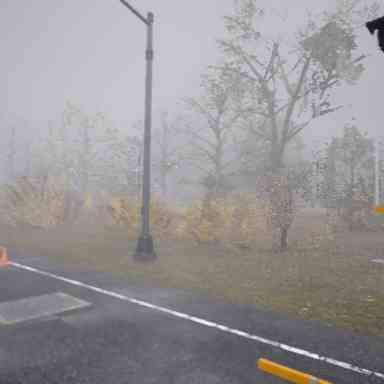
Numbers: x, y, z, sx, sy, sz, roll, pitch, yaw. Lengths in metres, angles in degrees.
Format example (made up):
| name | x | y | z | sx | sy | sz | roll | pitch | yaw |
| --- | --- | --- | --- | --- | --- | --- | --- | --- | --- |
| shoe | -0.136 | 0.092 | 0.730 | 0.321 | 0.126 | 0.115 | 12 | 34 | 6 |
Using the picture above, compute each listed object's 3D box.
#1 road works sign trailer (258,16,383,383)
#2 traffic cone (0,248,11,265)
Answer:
| name | x | y | z | sx | sy | sz | roll | pitch | yaw |
| --- | --- | --- | --- | --- | --- | --- | --- | --- | --- |
| road works sign trailer | 1.859 | 0.633 | 2.901 | 2.880 | 3.560 | 2.380 | -1 | -3 | 42 |
| traffic cone | -6.999 | 2.387 | 12.423 | 0.340 | 0.580 | 0.340 | -1 | -3 | 41 |
